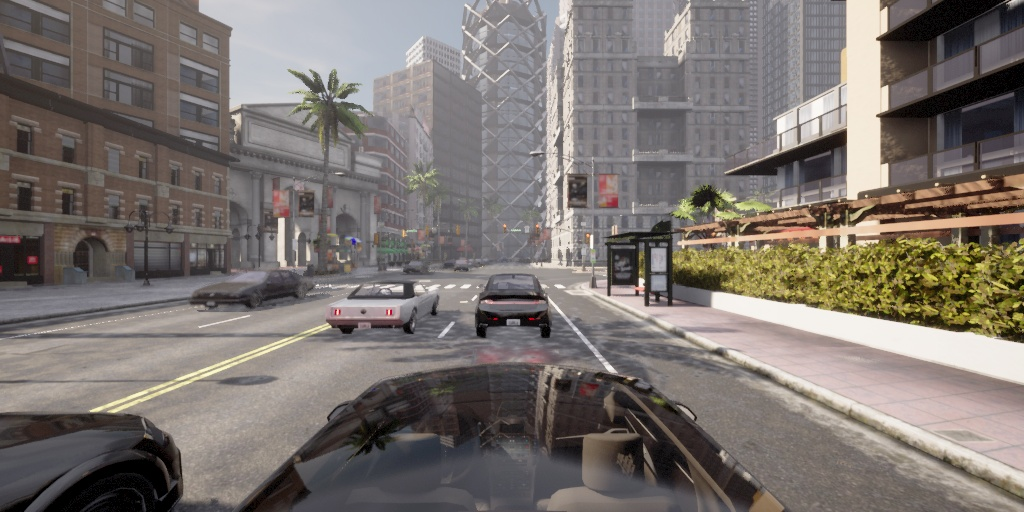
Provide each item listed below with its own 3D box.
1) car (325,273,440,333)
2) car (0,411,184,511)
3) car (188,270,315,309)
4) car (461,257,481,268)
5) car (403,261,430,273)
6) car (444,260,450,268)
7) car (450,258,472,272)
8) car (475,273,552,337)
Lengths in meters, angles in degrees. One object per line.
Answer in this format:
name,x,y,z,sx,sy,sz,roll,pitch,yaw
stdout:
car,-3.457,1.351,10.668,1.895,1.301,4.718,0,0,0
car,-3.392,1.314,0.849,1.994,1.385,4.181,0,0,0
car,-10.629,1.297,15.309,2.033,1.411,5.357,0,0,0
car,-7.200,1.242,62.416,2.128,1.511,4.902,0,0,0
car,-10.685,1.297,40.392,2.033,1.411,5.357,0,0,0
car,-10.694,1.351,62.757,1.895,1.301,4.718,0,0,0
car,-6.600,1.297,46.332,2.033,1.411,5.357,0,0,-9
car,0.041,1.242,10.289,2.128,1.511,4.902,0,0,0
